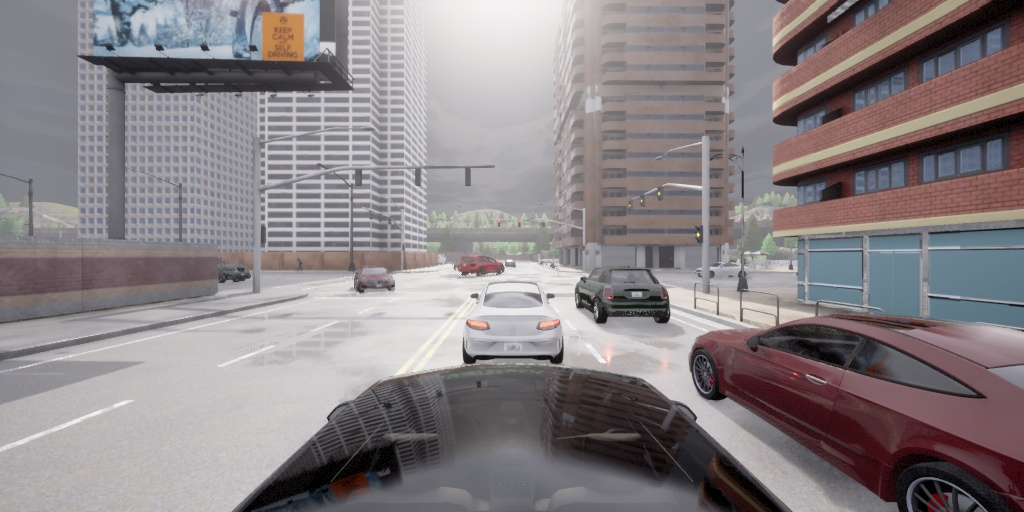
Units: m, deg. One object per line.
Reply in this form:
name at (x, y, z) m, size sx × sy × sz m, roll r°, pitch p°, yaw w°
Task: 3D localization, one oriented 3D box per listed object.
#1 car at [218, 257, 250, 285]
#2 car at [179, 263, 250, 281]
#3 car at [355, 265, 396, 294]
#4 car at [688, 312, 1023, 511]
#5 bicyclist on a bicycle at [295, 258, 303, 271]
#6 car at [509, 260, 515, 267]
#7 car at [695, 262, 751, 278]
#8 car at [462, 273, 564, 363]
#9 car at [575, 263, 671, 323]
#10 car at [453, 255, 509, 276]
car at (-22.121, 0.971, 25.774) m, size 5.566 × 2.045 × 2.150 m, roll 0°, pitch 0°, yaw 0°
car at (-24.180, 1.314, 29.271) m, size 4.181 × 1.385 × 1.994 m, roll 0°, pitch 0°, yaw 0°
car at (-7.946, 1.276, 20.638) m, size 1.812 × 1.442 × 4.674 m, roll 1°, pitch -1°, yaw -28°
car at (3.580, 1.276, 3.482) m, size 1.812 × 1.442 × 4.674 m, roll 0°, pitch 0°, yaw 0°
bicyclist on a bicycle at (-25.974, 1.051, 43.748) m, size 0.582 × 1.620 × 1.656 m, roll 0°, pitch 0°, yaw 0°
car at (-0.404, 1.314, 64.184) m, size 1.994 × 1.385 × 4.181 m, roll 0°, pitch 0°, yaw 0°
car at (19.387, 1.276, 33.064) m, size 4.674 × 1.442 × 1.812 m, roll 0°, pitch 0°, yaw 0°
car at (0.017, 1.276, 7.986) m, size 1.812 × 1.442 × 4.674 m, roll 0°, pitch 0°, yaw 0°
car at (3.499, 1.102, 12.201) m, size 2.097 × 1.767 × 4.553 m, roll 0°, pitch 0°, yaw 0°
car at (-3.019, 0.972, 35.948) m, size 2.150 × 2.045 × 5.566 m, roll 1°, pitch 1°, yaw 33°
